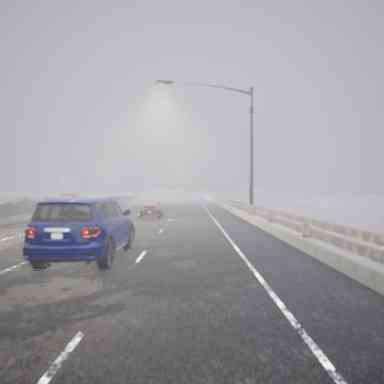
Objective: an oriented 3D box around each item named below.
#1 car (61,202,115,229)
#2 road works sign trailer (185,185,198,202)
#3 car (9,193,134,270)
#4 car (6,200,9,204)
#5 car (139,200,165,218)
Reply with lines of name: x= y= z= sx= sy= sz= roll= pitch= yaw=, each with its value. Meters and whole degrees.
car: x=-6.895 y=1.489 z=22.722 sx=2.033 sy=1.411 sz=5.357 roll=0 pitch=0 yaw=0
road works sign trailer: x=0.014 y=0.250 z=71.057 sx=2.380 sy=3.560 sz=2.880 roll=0 pitch=0 yaw=0
car: x=-3.396 y=1.194 z=11.044 sx=2.150 sy=2.045 sz=5.566 roll=0 pitch=0 yaw=0
car: x=-24.550 y=1.345 z=47.601 sx=1.882 sy=1.535 sz=5.008 roll=0 pitch=0 yaw=0
car: x=-3.394 y=1.451 z=28.816 sx=1.812 sy=1.442 sz=4.674 roll=0 pitch=0 yaw=0
